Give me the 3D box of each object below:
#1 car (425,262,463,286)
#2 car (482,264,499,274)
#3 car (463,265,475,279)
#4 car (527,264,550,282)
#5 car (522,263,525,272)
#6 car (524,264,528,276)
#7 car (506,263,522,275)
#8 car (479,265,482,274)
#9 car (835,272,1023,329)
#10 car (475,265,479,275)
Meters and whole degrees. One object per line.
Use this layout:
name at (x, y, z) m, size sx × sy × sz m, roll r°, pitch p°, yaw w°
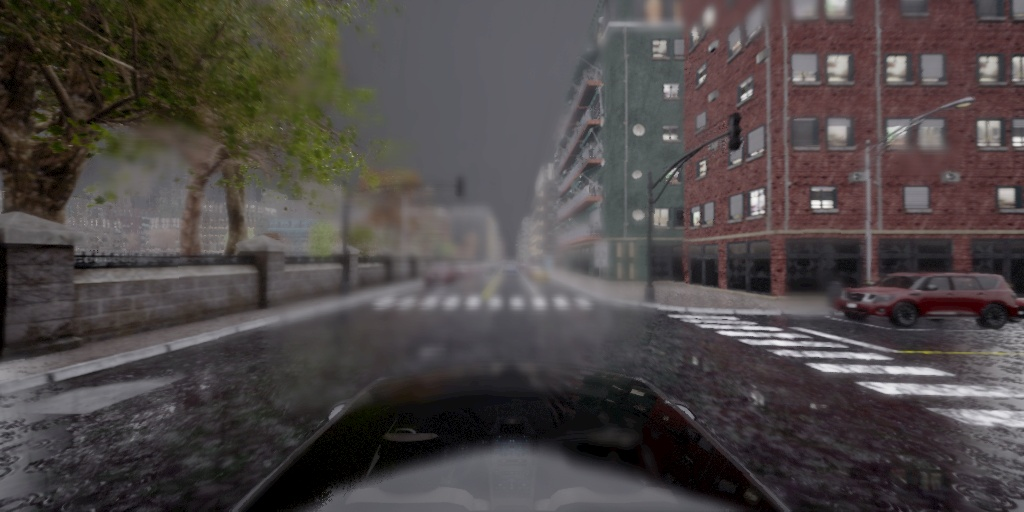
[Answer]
car at (-5.679, 1.444, 29.345) m, size 2.192 × 1.841 × 5.009 m, roll 0°, pitch 0°, yaw 0°
car at (-3.020, 2.097, 55.293) m, size 1.895 × 1.301 × 4.718 m, roll 0°, pitch -1°, yaw 1°
car at (-5.675, 1.725, 40.414) m, size 1.967 × 1.591 × 4.097 m, roll 0°, pitch 0°, yaw 0°
car at (2.703, 1.731, 35.047) m, size 1.751 × 1.417 × 4.829 m, roll 0°, pitch 0°, yaw 0°
car at (2.708, 1.913, 45.946) m, size 2.007 × 1.370 × 4.403 m, roll 0°, pitch 0°, yaw 0°
car at (2.705, 1.829, 40.411) m, size 1.888 × 1.381 × 4.507 m, roll 0°, pitch 0°, yaw 0°
car at (0.064, 2.032, 53.513) m, size 1.994 × 1.385 × 4.181 m, roll 0°, pitch -1°, yaw 0°
car at (-5.669, 2.103, 57.018) m, size 1.802 × 1.307 × 4.207 m, roll 0°, pitch 0°, yaw 0°
car at (14.603, 1.486, 12.750) m, size 5.009 × 1.841 × 2.192 m, roll 0°, pitch 0°, yaw 0°
car at (-5.673, 1.908, 45.949) m, size 1.888 × 1.381 × 4.507 m, roll 0°, pitch 0°, yaw 0°
